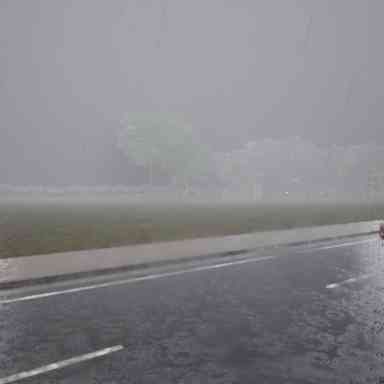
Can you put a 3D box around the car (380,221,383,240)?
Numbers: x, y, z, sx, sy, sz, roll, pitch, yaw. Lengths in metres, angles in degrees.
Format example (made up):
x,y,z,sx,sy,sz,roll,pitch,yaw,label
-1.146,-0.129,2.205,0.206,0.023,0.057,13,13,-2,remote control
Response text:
x,y,z,sx,sy,sz,roll,pitch,yaw,label
10.591,1.351,15.248,4.553,1.767,2.097,0,0,-36,car
